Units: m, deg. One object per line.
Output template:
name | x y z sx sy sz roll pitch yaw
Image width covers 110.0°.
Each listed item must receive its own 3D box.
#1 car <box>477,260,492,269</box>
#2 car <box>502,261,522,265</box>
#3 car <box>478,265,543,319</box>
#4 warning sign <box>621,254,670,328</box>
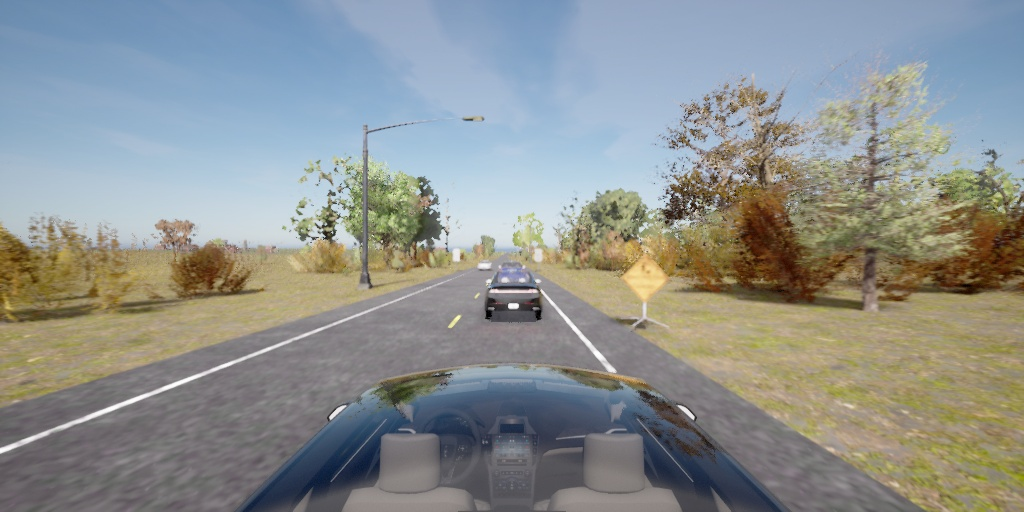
car | -3.821 1.361 50.885 1.812 1.442 4.674 0 0 0
car | -0.001 1.144 27.738 2.097 1.767 4.553 0 0 0
car | 0.057 1.260 12.909 2.128 1.511 4.902 0 0 0
warning sign | 3.544 0.878 9.643 1.300 1.860 1.060 0 0 0
